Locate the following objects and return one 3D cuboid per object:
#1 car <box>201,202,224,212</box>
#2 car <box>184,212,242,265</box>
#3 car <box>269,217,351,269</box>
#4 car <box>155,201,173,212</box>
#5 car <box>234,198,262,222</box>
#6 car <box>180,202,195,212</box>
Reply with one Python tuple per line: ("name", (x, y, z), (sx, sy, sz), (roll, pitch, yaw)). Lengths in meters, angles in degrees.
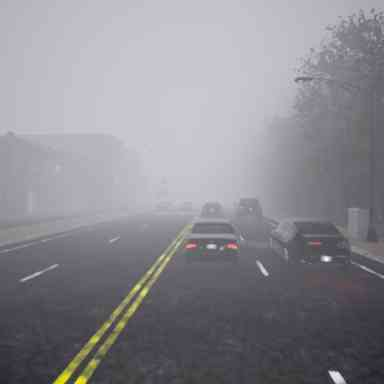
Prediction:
("car", (1.950, 1.716, 31.813), (2.097, 1.767, 4.553), (0, -1, 4))
("car", (0.748, 1.690, 12.350), (2.033, 1.411, 5.357), (0, -1, 4))
("car", (3.970, 1.664, 11.840), (1.837, 1.490, 4.892), (0, 0, 4))
("car", (-3.839, 2.033, 46.630), (2.033, 1.411, 5.357), (0, -1, 4))
("car", (5.162, 1.598, 31.023), (2.150, 2.045, 5.566), (0, -1, 4))
("car", (-0.595, 2.053, 46.432), (2.033, 1.411, 5.357), (0, -1, 4))
